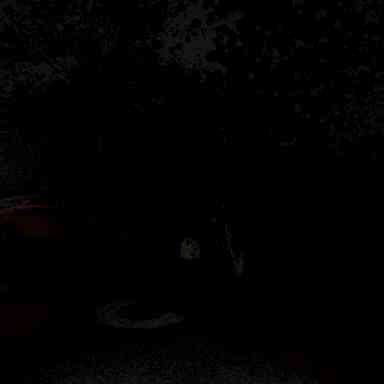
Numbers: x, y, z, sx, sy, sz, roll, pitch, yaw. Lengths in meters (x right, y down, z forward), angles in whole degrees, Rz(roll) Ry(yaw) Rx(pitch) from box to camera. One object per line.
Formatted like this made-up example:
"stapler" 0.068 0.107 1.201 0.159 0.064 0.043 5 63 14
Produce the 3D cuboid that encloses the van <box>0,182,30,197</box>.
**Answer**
"van" -26.258 -0.368 48.585 4.442 1.987 1.878 1 1 -30

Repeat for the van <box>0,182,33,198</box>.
"van" -24.671 -0.276 46.304 4.442 1.987 1.878 1 1 -30

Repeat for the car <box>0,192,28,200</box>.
"car" -8.203 1.086 17.614 4.553 1.767 2.185 1 2 -30

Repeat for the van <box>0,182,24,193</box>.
"van" -34.428 -0.900 63.196 4.442 1.987 1.878 1 1 -30

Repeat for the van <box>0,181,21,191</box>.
"van" -39.967 -1.255 72.786 4.442 1.987 1.878 1 1 -30

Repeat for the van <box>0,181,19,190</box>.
"van" -42.943 -1.436 77.471 4.442 1.987 1.878 1 1 -30

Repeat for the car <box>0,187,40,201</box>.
"car" -20.601 0.252 39.075 4.792 1.488 2.163 1 1 -30

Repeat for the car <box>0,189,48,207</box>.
"car" -16.501 0.569 31.860 4.792 1.488 2.163 1 2 -30

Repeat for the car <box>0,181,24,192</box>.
"car" -38.707 -1.194 70.315 5.566 2.045 2.435 1 1 -30

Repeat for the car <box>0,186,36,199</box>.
"car" -23.389 0.036 43.855 5.008 1.535 2.097 1 1 -30

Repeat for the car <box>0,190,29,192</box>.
"car" -12.485 0.872 24.591 5.366 1.575 1.946 1 2 -30

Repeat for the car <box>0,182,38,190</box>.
"car" -15.059 0.402 29.485 5.566 2.045 2.435 1 2 -30

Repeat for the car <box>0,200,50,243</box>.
"car" -6.854 1.323 15.201 5.008 1.535 2.097 1 2 -30

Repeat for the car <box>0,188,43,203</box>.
"car" -19.282 0.348 36.791 4.792 1.488 2.163 1 2 -30

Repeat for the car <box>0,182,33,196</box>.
"car" -27.565 -0.481 51.026 5.566 2.045 2.435 1 1 -30

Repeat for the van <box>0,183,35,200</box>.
"van" -22.088 -0.099 41.383 4.442 1.987 1.878 1 1 -30
